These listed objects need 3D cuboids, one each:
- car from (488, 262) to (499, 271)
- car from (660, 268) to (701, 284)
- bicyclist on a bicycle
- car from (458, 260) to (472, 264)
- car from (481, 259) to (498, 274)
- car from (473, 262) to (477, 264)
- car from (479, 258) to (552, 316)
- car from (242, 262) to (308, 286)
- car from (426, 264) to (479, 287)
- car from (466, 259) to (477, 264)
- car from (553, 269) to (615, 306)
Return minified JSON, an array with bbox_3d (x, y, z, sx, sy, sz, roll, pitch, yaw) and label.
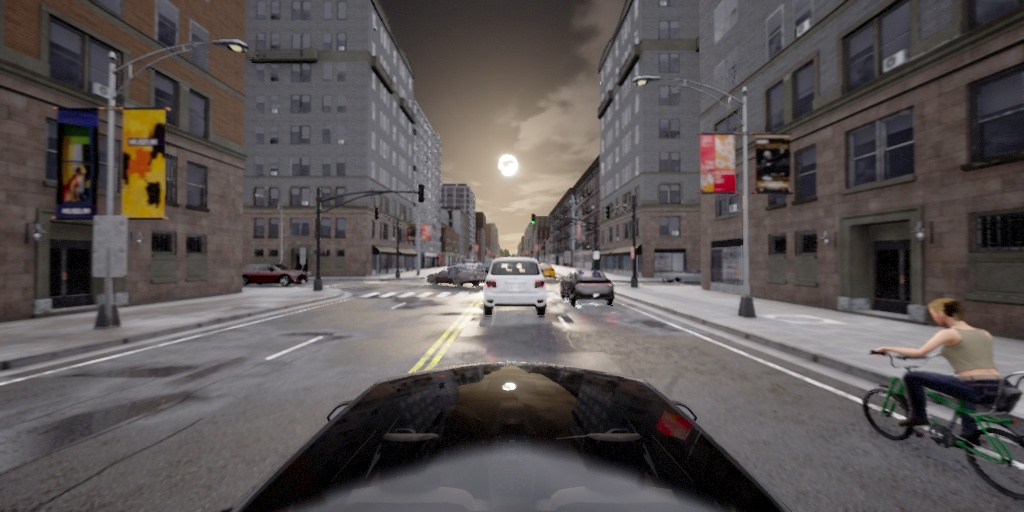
[{"bbox_3d":[-3.246,1.885,63.985,1.837,1.490,4.892,0,-1,0],"label":"car"},{"bbox_3d":[15.055,1.688,30.092,4.718,1.301,1.895,0,-1,1],"label":"car"},{"bbox_3d":[4.141,1.205,3.489,0.866,1.612,1.509,0,-1,0],"label":"bicyclist on a bicycle"},{"bbox_3d":[-6.588,1.674,45.524,1.882,1.535,5.008,0,-1,0],"label":"car"},{"bbox_3d":[-3.317,1.502,53.850,2.150,2.045,5.566,0,-1,0],"label":"car"},{"bbox_3d":[-3.332,1.750,44.506,1.994,1.385,4.181,0,-1,0],"label":"car"},{"bbox_3d":[0.094,1.097,14.158,2.150,2.045,5.566,0,-1,0],"label":"car"},{"bbox_3d":[-18.100,1.338,27.292,4.553,1.767,2.097,0,-1,0],"label":"car"},{"bbox_3d":[-4.270,1.550,27.149,5.357,1.411,2.033,-1,-1,42],"label":"car"},{"bbox_3d":[-6.554,1.518,55.470,2.150,2.045,5.566,0,-1,1],"label":"car"},{"bbox_3d":[3.381,1.393,16.753,2.128,1.511,4.902,0,-1,1],"label":"car"}]
